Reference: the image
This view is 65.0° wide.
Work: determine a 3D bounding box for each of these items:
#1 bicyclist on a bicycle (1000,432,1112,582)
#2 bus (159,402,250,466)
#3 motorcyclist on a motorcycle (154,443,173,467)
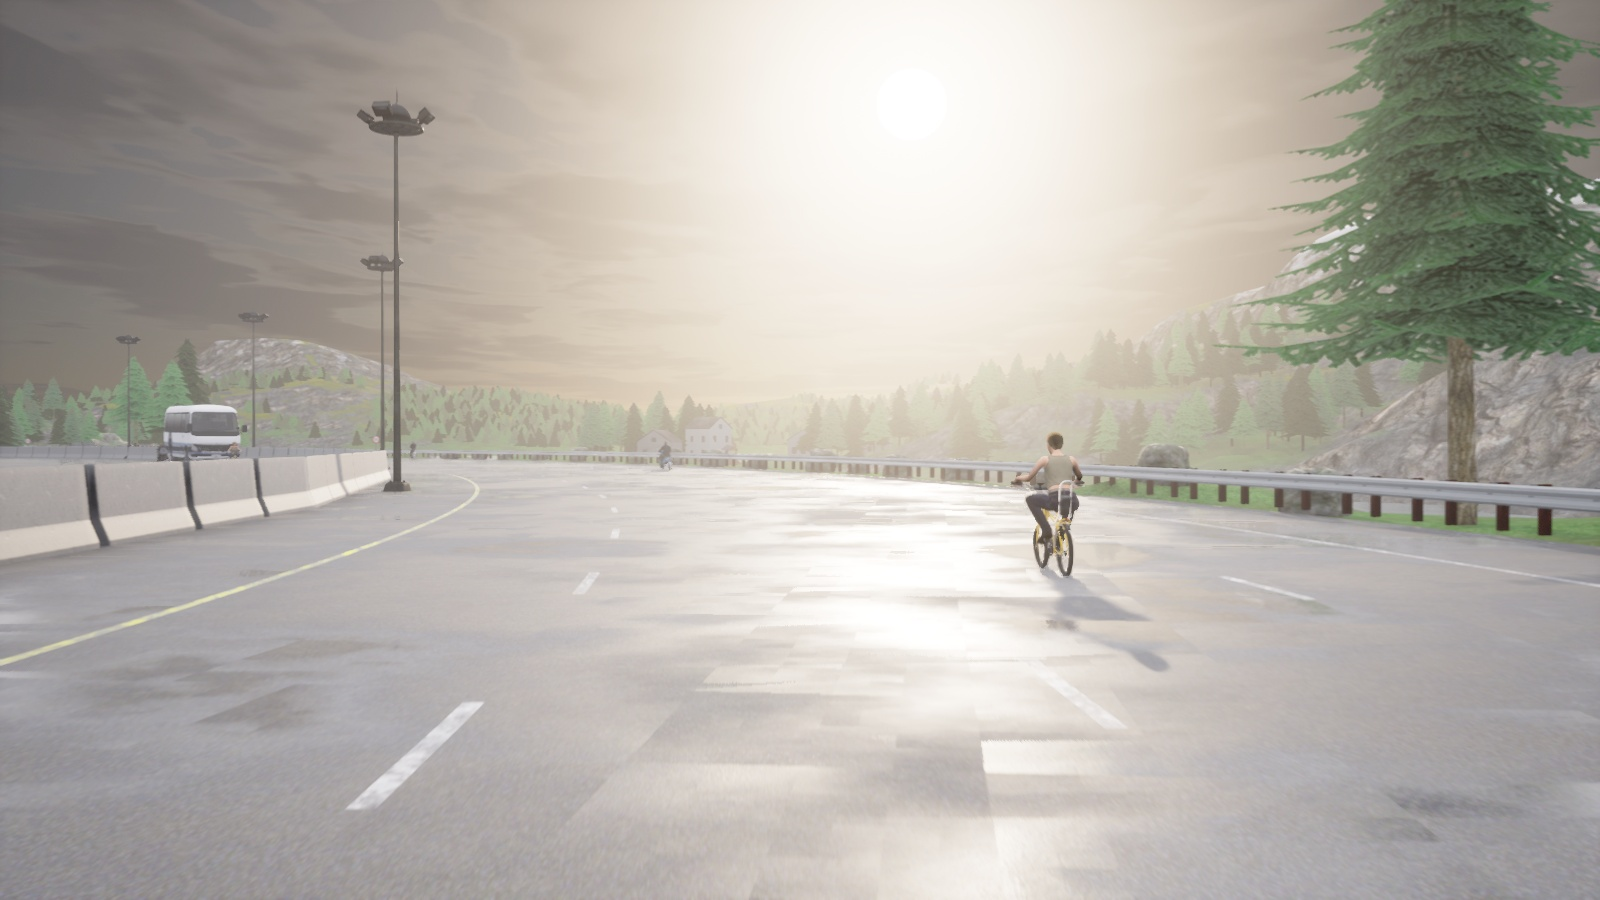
[{"bbox_3d":[2.880,0.604,14.296,0.866,1.612,1.509,0,0,-5],"label":"bicyclist on a bicycle"},{"bbox_3d":[-42.218,-1.154,88.786,3.944,4.253,10.273,0,1,-36],"label":"bus"},{"bbox_3d":[-40.786,0.305,80.433,0.866,1.530,2.191,-1,1,-32],"label":"motorcyclist on a motorcycle"}]
